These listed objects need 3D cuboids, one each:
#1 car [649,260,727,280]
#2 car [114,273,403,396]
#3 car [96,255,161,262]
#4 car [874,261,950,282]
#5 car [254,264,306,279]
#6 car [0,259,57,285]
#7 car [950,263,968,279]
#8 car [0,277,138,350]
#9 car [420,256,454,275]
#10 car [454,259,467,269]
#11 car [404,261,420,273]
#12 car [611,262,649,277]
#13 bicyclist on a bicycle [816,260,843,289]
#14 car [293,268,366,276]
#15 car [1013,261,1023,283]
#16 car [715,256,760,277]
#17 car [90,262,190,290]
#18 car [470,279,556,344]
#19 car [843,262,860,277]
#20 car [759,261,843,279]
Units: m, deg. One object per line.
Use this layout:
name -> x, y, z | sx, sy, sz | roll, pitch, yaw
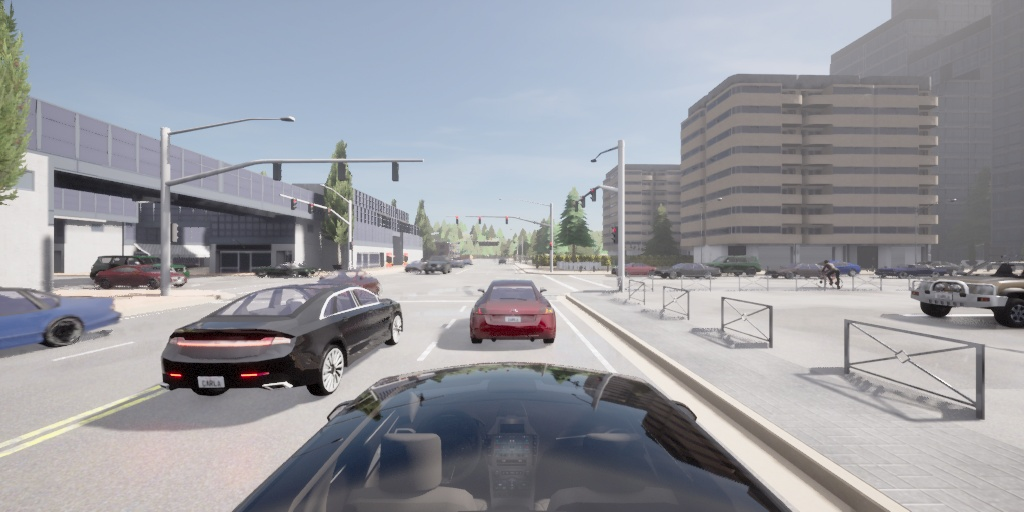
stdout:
car -> 15.232, 1.297, 31.179 | 5.357, 1.411, 2.033 | 0, 0, -2
car -> -3.475, 1.242, 6.564 | 2.128, 1.511, 4.902 | 0, 0, 0
car -> -26.447, 0.971, 25.579 | 5.566, 2.045, 2.150 | 0, 0, -1
car -> 35.165, 1.351, 31.761 | 4.718, 1.301, 1.895 | 0, 0, -2
car -> -20.551, 1.351, 32.547 | 4.718, 1.301, 1.895 | 0, 0, 0
car -> -35.811, 1.102, 25.364 | 4.553, 1.767, 2.097 | 0, 0, -1
car -> 41.227, 1.255, 35.414 | 4.892, 1.490, 1.837 | 0, 0, -1
car -> -10.633, 1.297, 6.494 | 2.033, 1.411, 5.357 | 0, 0, -1
car -> -8.062, 0.971, 39.237 | 2.150, 2.045, 5.566 | 0, 0, -2
car -> -8.528, 1.313, 54.934 | 1.994, 1.385, 4.181 | 0, 0, -1
car -> -11.727, 1.297, 44.123 | 2.033, 1.411, 5.357 | 0, 0, -2
car -> 11.742, 1.313, 34.576 | 4.181, 1.385, 1.994 | 0, 0, -2
bicyclist on a bicycle -> 17.925, 1.052, 20.271 | 0.582, 1.620, 1.656 | 0, 0, -2
car -> -7.289, 1.314, 15.752 | 1.994, 1.385, 4.181 | 0, 0, -1
car -> 43.298, 1.314, 28.363 | 4.181, 1.385, 1.994 | 0, 0, -1
car -> 21.085, 0.971, 34.857 | 5.566, 2.045, 2.150 | 0, 0, -2
car -> -22.890, 1.276, 22.183 | 4.674, 1.442, 1.812 | 0, 0, 0
car -> 0.010, 1.314, 9.623 | 1.994, 1.385, 4.181 | 0, 0, 0
car -> 31.111, 1.227, 35.150 | 5.008, 1.535, 1.882 | 0, 0, -2
car -> 25.302, 1.297, 31.479 | 5.357, 1.411, 2.033 | 0, 0, -2
